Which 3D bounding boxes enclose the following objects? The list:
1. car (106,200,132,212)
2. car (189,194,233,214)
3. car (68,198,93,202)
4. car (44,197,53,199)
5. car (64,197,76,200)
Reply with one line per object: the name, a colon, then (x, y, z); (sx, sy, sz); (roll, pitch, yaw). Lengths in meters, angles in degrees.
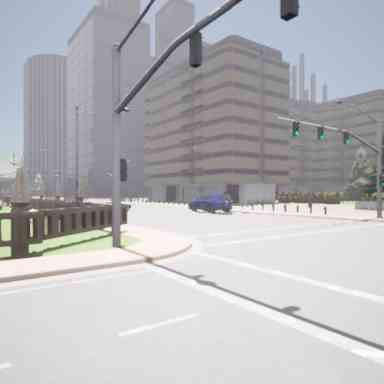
car: (-8.633, 1.574, 38.047); (1.895, 1.301, 4.718); (0, 0, -35)
car: (1.923, 1.198, 35.468); (2.150, 2.045, 5.566); (0, 0, -35)
car: (-11.486, 1.580, 36.020); (1.895, 1.301, 4.718); (0, 0, -35)
car: (-21.939, 1.551, 50.831); (1.812, 1.442, 4.674); (0, 0, -36)
car: (-19.090, 1.533, 52.864); (1.837, 1.490, 4.892); (0, 0, -36)
